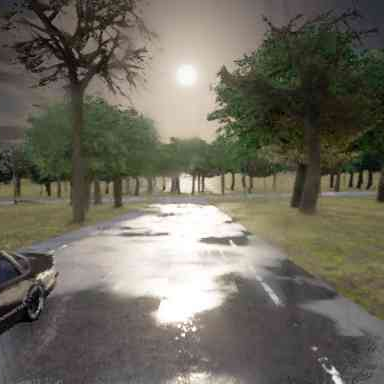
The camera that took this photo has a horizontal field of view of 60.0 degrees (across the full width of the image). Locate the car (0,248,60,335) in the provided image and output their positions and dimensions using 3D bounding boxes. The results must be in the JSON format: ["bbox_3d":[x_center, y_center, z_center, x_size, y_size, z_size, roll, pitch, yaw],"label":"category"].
[{"bbox_3d":[-3.599,1.543,4.452,2.033,1.411,5.357,0,0,0],"label":"car"}]
